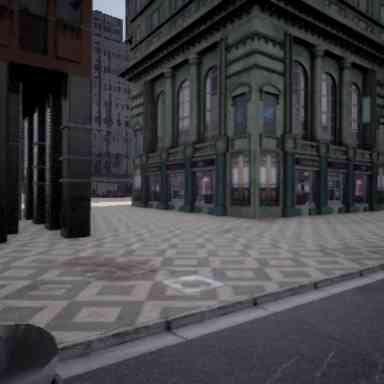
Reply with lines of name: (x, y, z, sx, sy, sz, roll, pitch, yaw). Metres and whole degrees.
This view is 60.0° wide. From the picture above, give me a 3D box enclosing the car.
car: (-3.011, 1.504, 1.214, 4.892, 1.490, 1.837, 0, 0, -35)
